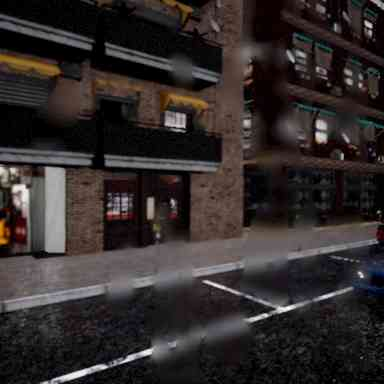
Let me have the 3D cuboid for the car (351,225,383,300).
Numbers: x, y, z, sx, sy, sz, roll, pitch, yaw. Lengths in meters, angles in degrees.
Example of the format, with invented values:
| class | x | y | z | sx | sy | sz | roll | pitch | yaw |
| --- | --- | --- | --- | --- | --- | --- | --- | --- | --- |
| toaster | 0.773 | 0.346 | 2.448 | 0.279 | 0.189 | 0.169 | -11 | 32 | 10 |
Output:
| class | x | y | z | sx | sy | sz | roll | pitch | yaw |
| --- | --- | --- | --- | --- | --- | --- | --- | --- | --- |
| car | 5.819 | 1.546 | 7.517 | 5.357 | 1.411 | 2.033 | 0 | 0 | -35 |

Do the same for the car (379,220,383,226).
| class | x | y | z | sx | sy | sz | roll | pitch | yaw |
| --- | --- | --- | --- | --- | --- | --- | --- | --- | --- |
| car | 9.417 | 1.313 | 13.258 | 5.009 | 1.841 | 2.192 | 0 | 0 | -35 |
